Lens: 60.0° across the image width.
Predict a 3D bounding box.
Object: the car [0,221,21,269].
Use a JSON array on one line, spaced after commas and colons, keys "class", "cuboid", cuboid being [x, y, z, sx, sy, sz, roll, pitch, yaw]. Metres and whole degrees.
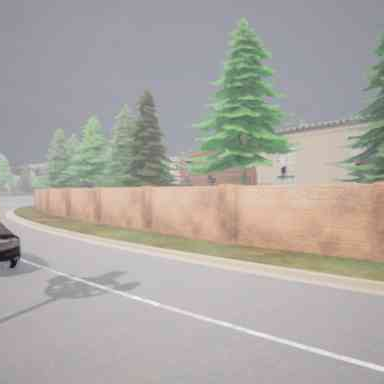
[{"class": "car", "cuboid": [-6.843, 1.486, 10.062, 4.902, 1.511, 2.128, 0, 0, 43]}]
